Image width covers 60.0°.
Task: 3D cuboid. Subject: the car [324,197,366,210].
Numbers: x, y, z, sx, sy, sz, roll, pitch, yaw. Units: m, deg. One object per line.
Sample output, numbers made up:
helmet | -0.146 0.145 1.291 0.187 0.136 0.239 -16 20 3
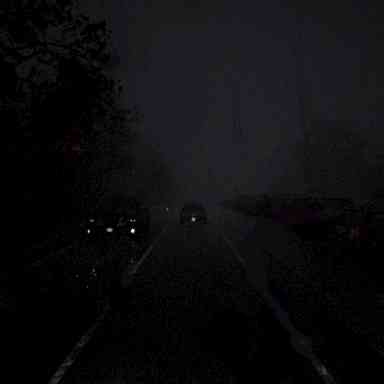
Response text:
car | 20.156 1.492 44.023 4.553 1.767 2.185 0 -1 0

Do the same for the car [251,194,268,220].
car | 7.095 1.140 22.054 5.566 2.045 2.435 0 0 0

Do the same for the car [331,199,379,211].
car | 20.177 1.588 41.376 5.008 1.535 2.097 0 -1 0

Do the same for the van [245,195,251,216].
van | 6.960 1.212 27.590 4.442 1.987 1.878 0 -1 0

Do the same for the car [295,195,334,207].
car | 20.236 1.496 55.100 5.566 2.045 2.435 0 -1 0

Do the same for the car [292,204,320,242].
car | 7.045 1.433 13.727 5.008 1.535 2.097 0 0 0

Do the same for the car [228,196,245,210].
car | 7.103 1.560 38.691 5.008 1.535 2.097 0 -1 0

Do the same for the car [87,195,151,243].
car | -3.346 1.178 16.279 2.150 2.045 5.566 0 0 0

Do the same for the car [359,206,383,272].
car | 7.009 1.336 8.174 4.553 1.767 2.185 0 0 0

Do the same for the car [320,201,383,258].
car | 7.014 1.322 10.950 4.553 1.767 2.185 0 0 0

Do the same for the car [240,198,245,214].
car | 7.085 1.508 30.363 4.674 1.452 2.002 0 -1 0

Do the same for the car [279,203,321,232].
car | 7.059 1.459 16.503 4.674 1.452 2.002 0 0 0

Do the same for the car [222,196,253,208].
car | 7.155 1.591 52.568 4.553 1.767 2.185 0 -1 0

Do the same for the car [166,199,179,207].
car | -3.263 1.841 56.760 1.812 1.442 4.674 0 -1 1

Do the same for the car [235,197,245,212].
car | 7.057 1.528 33.141 4.792 1.488 2.163 0 -1 0

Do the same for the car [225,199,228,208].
car | 7.111 1.662 44.243 4.674 1.452 2.002 0 -1 0

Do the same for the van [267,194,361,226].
van | 6.945 1.179 19.278 4.442 1.987 1.878 0 0 0

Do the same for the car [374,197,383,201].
car | 19.977 1.461 30.169 5.366 1.575 1.946 0 -1 0

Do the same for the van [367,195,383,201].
van | 20.284 1.269 32.943 4.442 1.987 1.878 0 -1 0

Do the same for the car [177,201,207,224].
car | 0.108 1.577 24.756 1.895 1.301 4.718 0 0 0

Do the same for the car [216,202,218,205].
car | 7.140 1.801 58.115 4.892 1.521 2.231 0 -1 0

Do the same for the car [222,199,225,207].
car | 7.143 1.682 47.019 4.792 1.488 2.163 0 -1 0

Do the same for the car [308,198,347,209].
car | 20.191 1.680 49.561 4.892 1.521 2.231 0 -1 0

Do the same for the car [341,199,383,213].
car | 20.172 1.556 38.480 5.008 1.535 2.097 0 -1 0

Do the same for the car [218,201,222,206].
car | 7.090 1.432 49.798 5.566 2.045 2.435 0 -1 0

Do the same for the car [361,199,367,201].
car | 20.166 1.526 35.710 4.892 1.521 2.231 0 -1 0

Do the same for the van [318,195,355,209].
van | 20.309 1.422 46.793 4.442 1.987 1.878 0 -1 0
